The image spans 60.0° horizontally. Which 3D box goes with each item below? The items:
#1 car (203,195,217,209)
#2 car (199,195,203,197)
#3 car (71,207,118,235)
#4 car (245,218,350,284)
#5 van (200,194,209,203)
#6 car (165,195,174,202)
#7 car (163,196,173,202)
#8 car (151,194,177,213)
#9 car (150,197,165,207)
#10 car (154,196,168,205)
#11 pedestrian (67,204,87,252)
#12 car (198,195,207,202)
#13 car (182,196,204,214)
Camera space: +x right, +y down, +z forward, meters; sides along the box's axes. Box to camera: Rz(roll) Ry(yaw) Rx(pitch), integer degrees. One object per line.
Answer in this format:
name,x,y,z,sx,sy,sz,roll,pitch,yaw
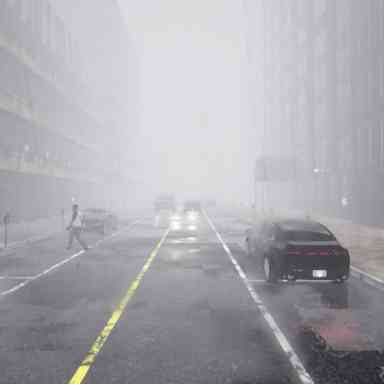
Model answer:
car,2.545,1.564,46.644,2.008,1.369,4.403,1,0,0
car,0.007,1.504,45.322,2.128,1.511,4.902,0,0,0
car,-5.317,1.556,18.593,2.008,1.369,4.403,1,0,0
car,2.743,1.508,9.577,1.837,1.490,4.892,0,0,0
van,2.534,1.362,69.253,1.690,1.788,3.998,1,0,0
car,-5.356,1.552,80.534,1.752,1.417,4.829,1,0,0
car,-5.353,1.606,75.058,1.802,1.307,4.206,1,0,0
car,-2.874,1.231,36.783,2.150,2.045,5.566,0,0,0
car,-5.339,1.581,52.472,1.947,1.339,4.313,1,0,0
car,-5.341,1.457,58.118,1.967,1.590,4.097,1,0,0
pedestrian,-4.330,1.297,12.529,0.375,1.860,0.375,1,-1,0
car,2.524,1.571,80.558,1.887,1.381,4.507,1,0,0
car,0.057,1.514,35.155,1.837,1.490,4.892,0,0,0
